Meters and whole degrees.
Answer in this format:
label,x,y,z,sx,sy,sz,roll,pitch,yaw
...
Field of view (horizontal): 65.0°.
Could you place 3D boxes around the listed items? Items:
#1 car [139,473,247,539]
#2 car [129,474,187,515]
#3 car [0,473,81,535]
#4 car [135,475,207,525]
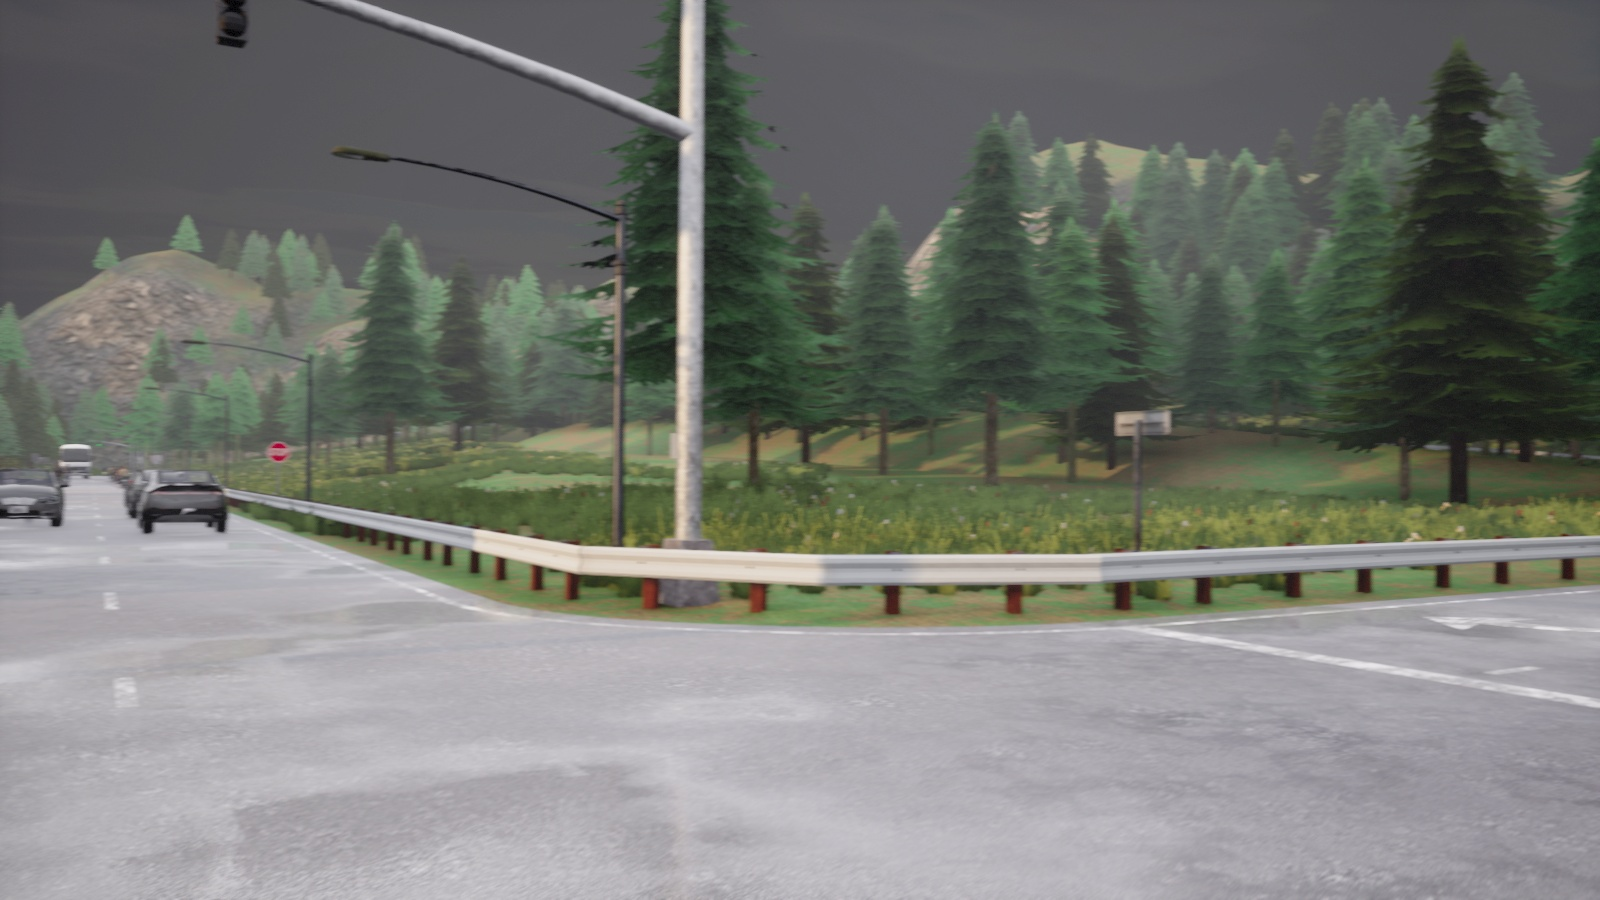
label,x,y,z,sx,sy,sz,roll,pitch,yaw
car,-15.152,1.328,31.187,2.128,1.511,4.902,1,-1,-29
car,-24.644,1.685,48.153,1.845,1.501,3.633,1,-1,-29
car,-20.388,1.369,33.379,2.128,1.511,4.902,1,-1,-29
car,-20.075,1.533,39.987,1.837,1.490,4.892,1,-1,-29
